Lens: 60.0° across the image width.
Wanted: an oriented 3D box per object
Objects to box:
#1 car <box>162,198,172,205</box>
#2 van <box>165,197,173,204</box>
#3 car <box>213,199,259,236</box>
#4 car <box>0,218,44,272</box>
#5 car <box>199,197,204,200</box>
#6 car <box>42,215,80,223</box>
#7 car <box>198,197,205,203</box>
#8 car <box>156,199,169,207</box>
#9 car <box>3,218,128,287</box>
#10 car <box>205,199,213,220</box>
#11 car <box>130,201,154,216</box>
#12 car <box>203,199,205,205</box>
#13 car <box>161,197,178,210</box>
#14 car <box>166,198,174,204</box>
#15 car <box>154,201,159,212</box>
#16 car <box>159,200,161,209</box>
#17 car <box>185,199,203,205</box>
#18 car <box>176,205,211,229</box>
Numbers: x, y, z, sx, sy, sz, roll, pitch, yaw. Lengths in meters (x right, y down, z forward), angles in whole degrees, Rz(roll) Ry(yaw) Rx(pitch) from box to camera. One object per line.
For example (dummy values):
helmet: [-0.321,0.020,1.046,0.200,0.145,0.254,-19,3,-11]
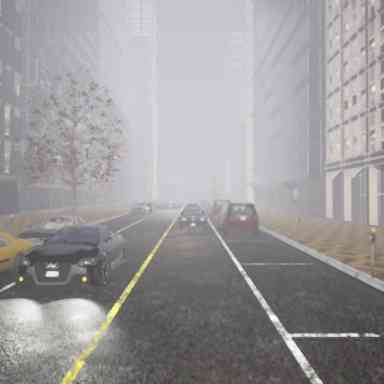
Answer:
car: [-5.785,2.209,76.698,1.887,1.381,4.507,0,0,0]
van: [-5.791,2.052,82.392,1.690,1.788,3.998,0,0,0]
car: [2.670,1.496,19.779,2.192,1.841,5.009,0,-1,0]
car: [-5.698,1.603,8.222,1.752,1.417,4.829,0,-1,0]
car: [2.603,2.184,71.004,1.947,1.339,4.313,0,0,0]
car: [-5.705,1.681,14.086,2.008,1.369,4.403,0,-1,0]
car: [2.575,2.240,93.771,1.967,1.590,4.097,0,0,0]
car: [-5.770,2.122,65.314,2.008,1.369,4.403,0,0,0]
car: [-3.113,1.652,9.408,1.994,1.385,4.181,0,-1,0]
car: [2.655,1.598,31.163,2.192,1.841,5.009,0,-1,0]
car: [-5.734,1.884,36.854,2.008,1.369,4.403,0,-1,0]
car: [2.639,1.908,42.714,1.752,1.417,4.829,0,0,0]
car: [-3.144,1.945,51.034,2.128,1.511,4.902,0,0,0]
car: [-5.799,2.338,88.082,1.802,1.307,4.206,0,0,0]
car: [-5.741,1.948,42.546,1.947,1.339,4.313,0,-1,0]
car: [-5.755,2.059,53.928,1.802,1.307,4.206,0,0,0]
car: [0.048,1.935,41.332,1.994,1.385,4.181,0,0,0]
car: [0.070,1.815,23.483,1.895,1.301,4.718,0,-1,0]
